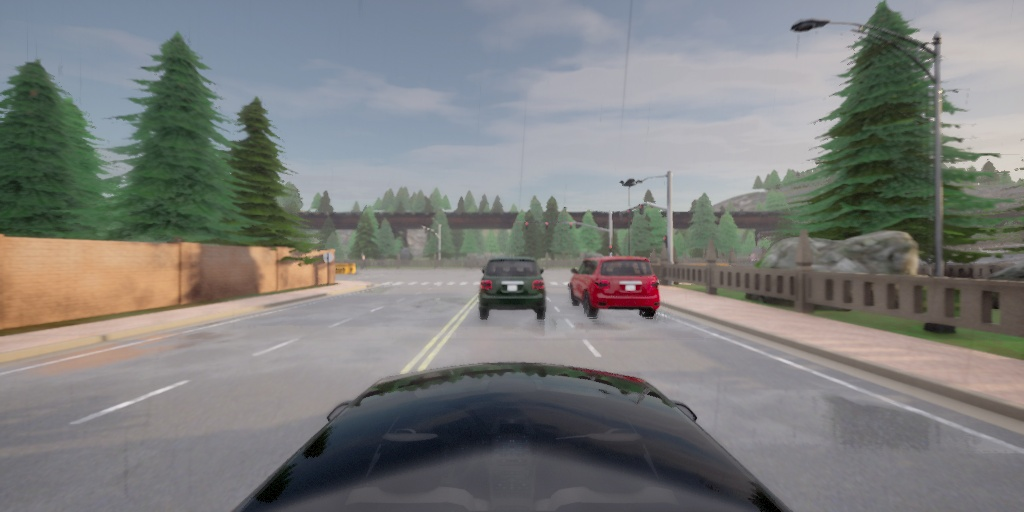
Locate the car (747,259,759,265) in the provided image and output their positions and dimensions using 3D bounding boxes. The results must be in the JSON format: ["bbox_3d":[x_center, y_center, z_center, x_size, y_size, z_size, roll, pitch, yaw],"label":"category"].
[{"bbox_3d":[37.997,1.509,52.197,5.357,1.411,2.033,-1,0,1],"label":"car"}]

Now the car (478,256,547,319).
[{"bbox_3d":[0.030,1.034,13.233,2.150,2.045,5.566,0,0,0],"label":"car"}]

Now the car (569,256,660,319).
[{"bbox_3d":[3.530,1.035,13.286,2.150,2.045,5.566,0,0,1],"label":"car"}]
